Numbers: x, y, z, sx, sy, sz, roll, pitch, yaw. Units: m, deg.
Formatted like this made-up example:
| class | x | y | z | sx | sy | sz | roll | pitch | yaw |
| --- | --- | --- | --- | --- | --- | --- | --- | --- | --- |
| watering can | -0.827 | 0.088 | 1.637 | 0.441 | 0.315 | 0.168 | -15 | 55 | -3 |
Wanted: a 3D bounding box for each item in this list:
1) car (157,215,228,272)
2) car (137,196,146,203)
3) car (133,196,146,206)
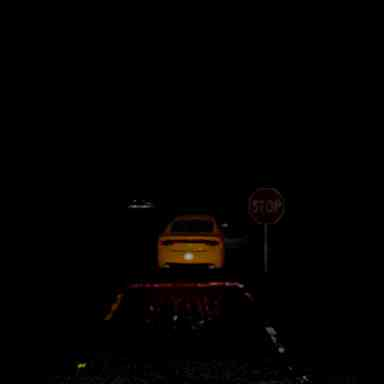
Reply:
| class | x | y | z | sx | sy | sz | roll | pitch | yaw |
| --- | --- | --- | --- | --- | --- | --- | --- | --- | --- |
| car | 0.140 | 1.477 | 10.915 | 1.882 | 1.535 | 5.008 | 0 | 0 | 5 |
| car | -10.751 | 1.578 | 71.008 | 1.812 | 1.442 | 4.674 | 0 | 0 | -8 |
| car | -8.732 | 1.389 | 55.693 | 2.097 | 1.767 | 4.553 | 0 | 0 | -7 |
